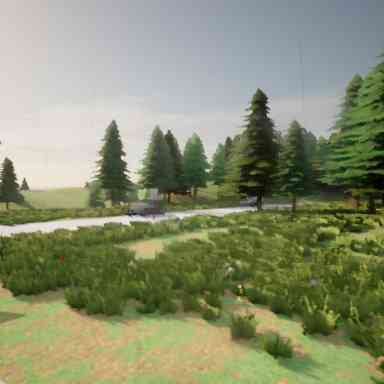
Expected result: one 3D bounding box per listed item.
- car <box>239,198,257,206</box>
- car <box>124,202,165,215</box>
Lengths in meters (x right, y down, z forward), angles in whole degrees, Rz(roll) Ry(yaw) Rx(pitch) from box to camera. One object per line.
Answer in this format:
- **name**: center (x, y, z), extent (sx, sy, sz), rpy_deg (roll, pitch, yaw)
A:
- **car**: center (8.857, 1.421, 50.294), extent (2.097, 1.767, 4.553), rpy_deg (0, 0, 35)
- **car**: center (-4.392, 1.634, 31.503), extent (1.994, 1.385, 4.181), rpy_deg (0, 0, 35)
